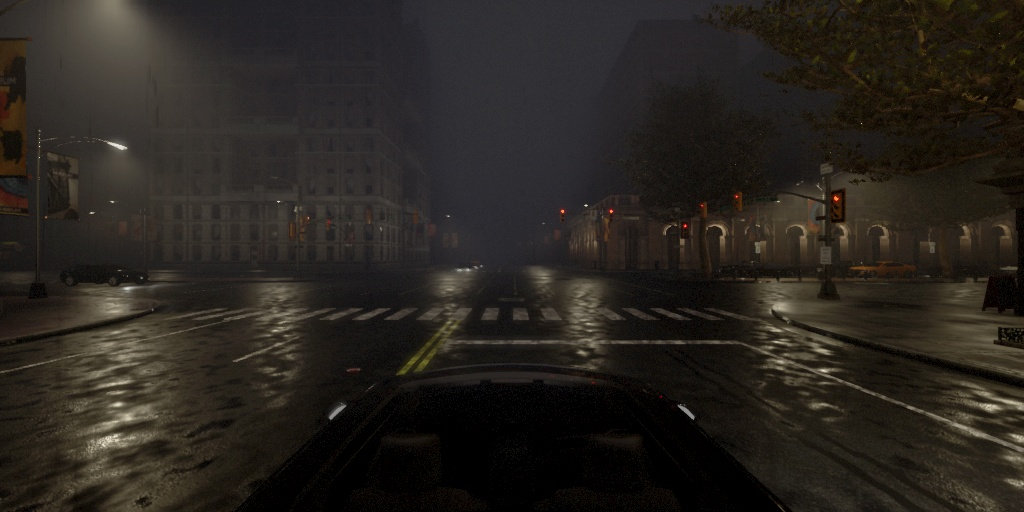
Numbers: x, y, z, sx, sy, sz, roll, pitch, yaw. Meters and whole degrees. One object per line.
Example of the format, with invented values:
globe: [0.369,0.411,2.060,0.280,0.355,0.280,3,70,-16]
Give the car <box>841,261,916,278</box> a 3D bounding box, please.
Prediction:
car: [33.329,1.228,32.367,5.008,1.535,1.882,0,0,0]

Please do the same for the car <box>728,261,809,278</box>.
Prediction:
car: [23.088,1.297,32.412,5.357,1.411,2.033,0,0,0]

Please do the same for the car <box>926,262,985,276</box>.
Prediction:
car: [44.221,1.314,35.809,4.181,1.385,1.994,0,0,0]

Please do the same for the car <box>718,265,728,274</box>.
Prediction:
car: [23.289,1.241,35.911,4.902,1.511,2.128,0,0,0]

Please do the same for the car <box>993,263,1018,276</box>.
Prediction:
car: [46.549,1.276,32.290,4.674,1.442,1.812,0,0,0]

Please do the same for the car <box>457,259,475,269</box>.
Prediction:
car: [-7.163,1.314,54.481,1.994,1.385,4.181,0,0,0]

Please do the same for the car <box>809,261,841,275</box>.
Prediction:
car: [33.234,1.241,35.869,4.902,1.511,2.128,0,0,0]

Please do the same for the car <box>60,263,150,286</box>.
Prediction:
car: [-27.647,1.255,24.430,4.892,1.490,1.837,0,0,0]
